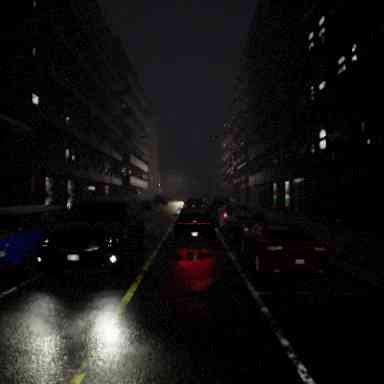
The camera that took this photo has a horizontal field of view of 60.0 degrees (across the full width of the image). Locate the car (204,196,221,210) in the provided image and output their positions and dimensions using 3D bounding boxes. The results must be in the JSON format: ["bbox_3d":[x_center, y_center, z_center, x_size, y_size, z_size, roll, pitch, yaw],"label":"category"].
[{"bbox_3d":[2.626,1.426,43.395,1.967,1.590,4.097,1,0,0],"label":"car"}]

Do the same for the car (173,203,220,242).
[{"bbox_3d":[0.126,1.488,16.245,1.837,1.490,4.892,0,0,0],"label":"car"}]

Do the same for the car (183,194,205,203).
[{"bbox_3d":[0.159,1.331,33.232,2.097,1.767,4.553,0,0,0],"label":"car"}]

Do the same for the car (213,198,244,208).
[{"bbox_3d":[2.629,1.422,21.270,1.967,1.590,4.097,1,0,0],"label":"car"}]

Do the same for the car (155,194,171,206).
[{"bbox_3d":[-5.198,1.310,54.526,2.192,1.841,5.009,1,0,0],"label":"car"}]

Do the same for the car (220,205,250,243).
[{"bbox_3d":[2.609,1.529,15.738,1.887,1.381,4.507,1,0,0],"label":"car"}]

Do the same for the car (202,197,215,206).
[{"bbox_3d":[2.642,1.580,54.457,1.802,1.307,4.206,1,0,0],"label":"car"}]

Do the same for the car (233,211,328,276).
[{"bbox_3d":[2.600,1.534,10.208,1.887,1.381,4.507,1,0,0],"label":"car"}]

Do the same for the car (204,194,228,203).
[{"bbox_3d":[2.610,1.295,32.331,2.192,1.841,5.009,1,0,0],"label":"car"}]

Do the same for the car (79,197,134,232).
[{"bbox_3d":[-5.256,1.294,21.344,2.192,1.841,5.009,1,0,0],"label":"car"}]

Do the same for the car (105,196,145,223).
[{"bbox_3d":[-5.246,1.292,26.874,2.192,1.841,5.009,1,0,0],"label":"car"}]

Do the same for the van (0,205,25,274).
[{"bbox_3d":[-5.276,1.326,10.283,1.690,1.788,3.998,1,0,0],"label":"van"}]

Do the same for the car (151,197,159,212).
[{"bbox_3d":[-5.233,1.544,37.937,1.947,1.339,4.313,1,0,0],"label":"car"}]

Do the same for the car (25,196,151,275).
[{"bbox_3d":[-2.832,1.207,10.711,2.150,2.045,5.566,0,0,0],"label":"car"}]

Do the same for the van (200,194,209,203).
[{"bbox_3d":[2.676,1.374,71.052,1.690,1.788,3.998,1,0,0],"label":"van"}]

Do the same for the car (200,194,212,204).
[{"bbox_3d":[2.667,1.334,65.520,2.192,1.841,5.009,1,0,0],"label":"car"}]
